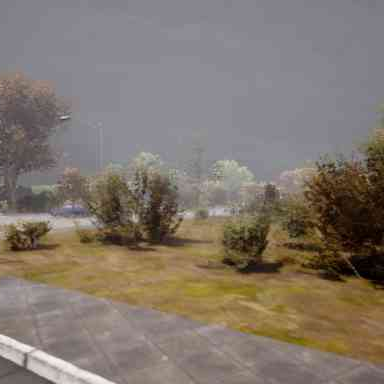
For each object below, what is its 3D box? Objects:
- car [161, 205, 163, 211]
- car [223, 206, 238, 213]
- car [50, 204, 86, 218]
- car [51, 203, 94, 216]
[{"bbox_3d":[-5.149,2.833,56.054,2.097,1.767,4.553,0,-2,21],"label":"car"},{"bbox_3d":[9.283,4.499,83.522,2.033,1.411,5.357,0,-2,21],"label":"car"},{"bbox_3d":[-13.078,1.984,35.901,1.812,1.442,4.674,0,-2,21],"label":"car"},{"bbox_3d":[-14.719,2.193,41.339,2.033,1.411,5.357,0,-3,21],"label":"car"}]
